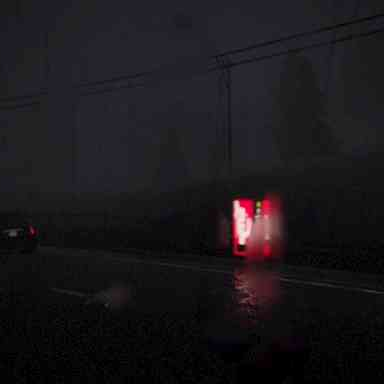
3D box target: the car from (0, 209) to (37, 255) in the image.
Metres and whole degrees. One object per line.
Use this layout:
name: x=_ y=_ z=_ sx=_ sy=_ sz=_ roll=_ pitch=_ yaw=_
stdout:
car: x=-8.051 y=1.507 z=12.528 sx=4.553 sy=1.767 sz=2.097 roll=-1 pitch=0 yaw=29

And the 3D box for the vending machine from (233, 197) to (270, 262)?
vending machine: x=2.075 y=1.222 z=11.500 sx=0.880 sy=2.100 sz=1.100 roll=-1 pitch=0 yaw=32
